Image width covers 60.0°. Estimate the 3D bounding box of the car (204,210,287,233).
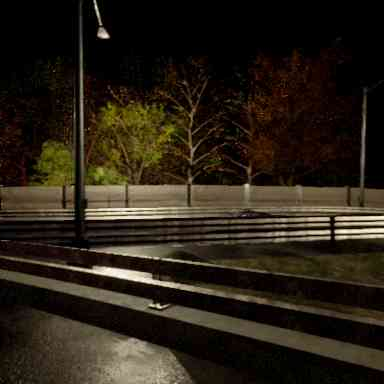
[{"bbox_3d":[2.675,1.643,17.002,4.181,1.385,1.994,-1,0,-10],"label":"car"}]
